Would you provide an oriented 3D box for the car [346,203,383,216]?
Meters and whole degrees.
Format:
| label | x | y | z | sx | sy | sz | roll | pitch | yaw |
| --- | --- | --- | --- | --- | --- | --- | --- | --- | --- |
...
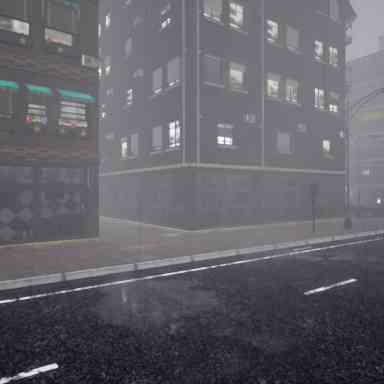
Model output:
| label | x | y | z | sx | sy | sz | roll | pitch | yaw |
| --- | --- | --- | --- | --- | --- | --- | --- | --- | --- |
| car | 17.741 | 1.845 | 35.603 | 1.895 | 1.301 | 4.718 | 0 | -1 | -39 |

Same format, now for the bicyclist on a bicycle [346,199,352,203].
| label | x | y | z | sx | sy | sz | roll | pitch | yaw |
| --- | --- | --- | --- | --- | --- | --- | --- | --- | --- |
| bicyclist on a bicycle | 21.417 | 1.591 | 45.344 | 1.656 | 1.620 | 0.582 | -1 | 0 | -36 |
